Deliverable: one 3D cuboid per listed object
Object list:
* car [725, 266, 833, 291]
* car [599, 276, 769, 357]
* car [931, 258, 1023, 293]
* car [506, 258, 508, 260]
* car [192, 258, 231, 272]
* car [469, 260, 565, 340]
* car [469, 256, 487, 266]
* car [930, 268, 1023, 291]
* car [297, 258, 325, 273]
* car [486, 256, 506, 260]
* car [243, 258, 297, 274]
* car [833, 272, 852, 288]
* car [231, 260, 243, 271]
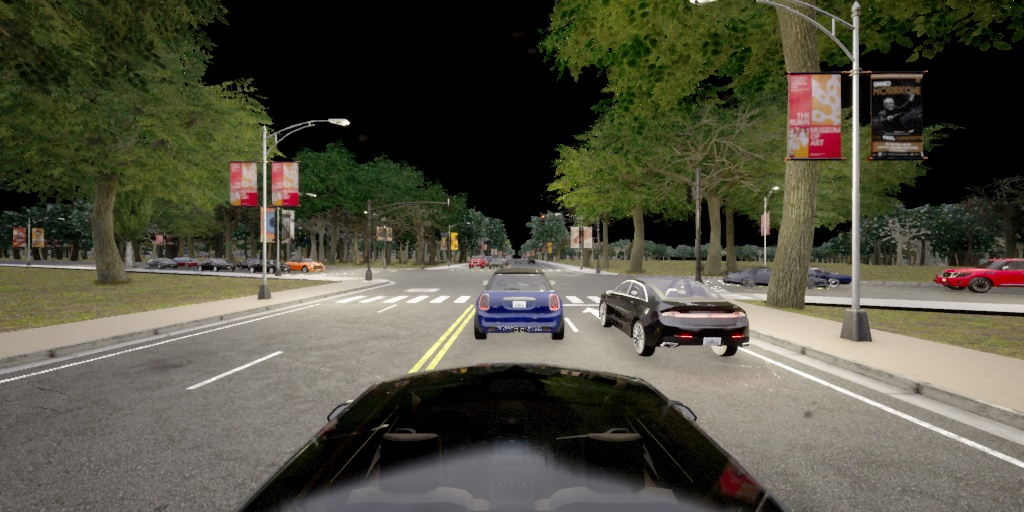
[{"bbox_3d":[16.602,1.410,22.975,5.357,1.411,2.033,0,0,24],"label":"car"},{"bbox_3d":[3.428,1.242,8.548,2.128,1.511,4.902,0,0,0],"label":"car"},{"bbox_3d":[29.307,1.153,21.077,5.566,2.045,2.150,0,0,25],"label":"car"},{"bbox_3d":[-2.210,1.360,64.872,1.895,1.301,4.718,0,0,1],"label":"car"},{"bbox_3d":[-34.991,1.055,42.427,5.008,1.535,1.882,0,0,24],"label":"car"},{"bbox_3d":[0.191,1.102,10.136,2.097,1.767,4.553,0,0,1],"label":"car"},{"bbox_3d":[-5.630,0.979,57.948,2.150,2.045,5.566,0,0,1],"label":"car"},{"bbox_3d":[31.481,1.537,23.674,4.718,1.301,1.895,0,0,24],"label":"car"},{"bbox_3d":[-23.633,0.983,40.913,4.553,1.767,2.097,0,0,24],"label":"car"},{"bbox_3d":[-2.401,1.109,55.881,2.097,1.767,4.553,0,0,1],"label":"car"},{"bbox_3d":[-25.920,1.103,38.368,5.008,1.535,1.882,0,0,22],"label":"car"},{"bbox_3d":[20.393,1.478,25.058,4.718,1.301,1.895,0,0,24],"label":"car"},{"bbox_3d":[-32.010,1.076,44.654,4.902,1.511,2.128,0,0,24],"label":"car"}]
